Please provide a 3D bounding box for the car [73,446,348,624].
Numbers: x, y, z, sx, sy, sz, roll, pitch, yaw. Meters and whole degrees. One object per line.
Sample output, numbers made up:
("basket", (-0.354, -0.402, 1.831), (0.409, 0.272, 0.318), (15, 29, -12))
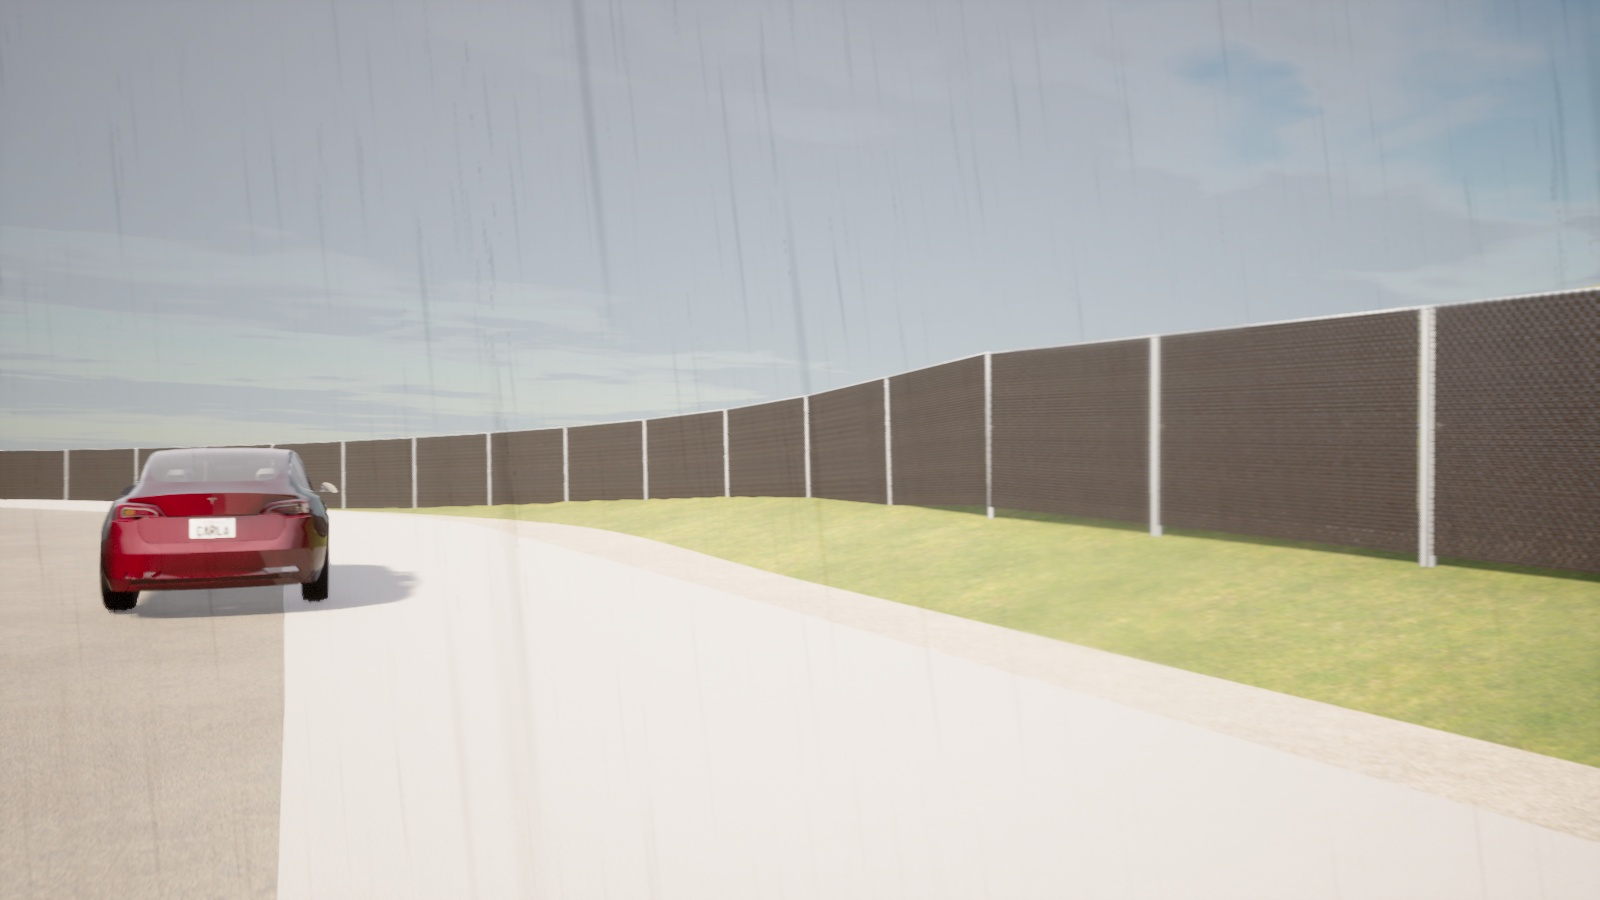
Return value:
("car", (-5.965, 0.708, 13.187), (2.163, 1.488, 4.792), (0, 0, -21))
